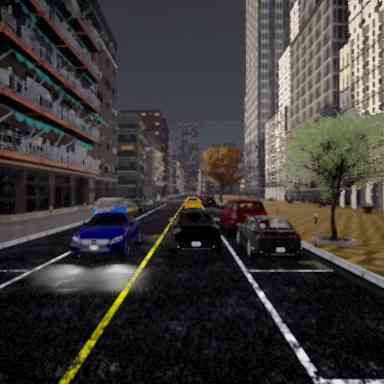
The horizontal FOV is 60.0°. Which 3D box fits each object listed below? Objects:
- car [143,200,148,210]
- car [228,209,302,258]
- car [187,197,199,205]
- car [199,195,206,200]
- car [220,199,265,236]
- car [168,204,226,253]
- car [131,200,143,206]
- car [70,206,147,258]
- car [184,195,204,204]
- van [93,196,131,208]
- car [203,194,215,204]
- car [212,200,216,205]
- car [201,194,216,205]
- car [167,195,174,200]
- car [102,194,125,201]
[{"bbox_3d":[-5.671,1.492,34.411,1.947,1.339,4.313,0,0,0],"label":"car"},{"bbox_3d":[2.699,1.521,12.314,2.008,1.369,4.403,0,0,0],"label":"car"},{"bbox_3d":[0.131,1.493,56.998,1.895,1.301,4.718,0,0,0],"label":"car"},{"bbox_3d":[2.737,1.406,88.886,1.887,1.381,4.507,0,0,0],"label":"car"},{"bbox_3d":[2.702,1.272,17.838,2.192,1.841,5.009,0,0,0],"label":"car"},{"bbox_3d":[0.101,1.473,13.552,1.837,1.490,4.892,0,0,-1],"label":"car"},{"bbox_3d":[-5.674,1.461,28.718,1.752,1.417,4.829,0,0,0],"label":"car"},{"bbox_3d":[-3.094,1.495,12.824,1.812,1.442,4.674,0,0,0],"label":"car"},{"bbox_3d":[0.121,1.394,39.866,1.882,1.535,5.008,0,0,0],"label":"car"},{"bbox_3d":[-5.676,1.287,23.364,1.690,1.788,3.998,0,0,0],"label":"van"},{"bbox_3d":[2.719,1.467,50.975,1.947,1.339,4.313,0,0,0],"label":"car"},{"bbox_3d":[2.705,1.512,23.360,1.947,1.339,4.313,0,0,0],"label":"car"},{"bbox_3d":[2.722,1.209,56.497,2.192,1.841,5.009,0,0,0],"label":"car"},{"bbox_3d":[-5.643,1.412,88.890,2.008,1.369,4.403,0,0,0],"label":"car"},{"bbox_3d":[-16.389,1.219,69.490,4.403,1.369,2.008,1,-1,-1],"label":"car"}]
